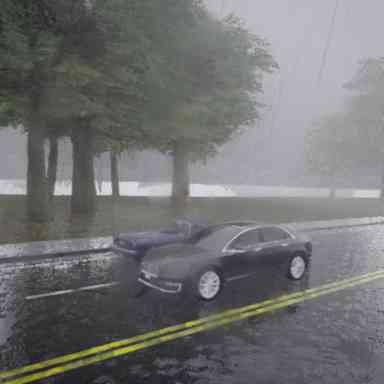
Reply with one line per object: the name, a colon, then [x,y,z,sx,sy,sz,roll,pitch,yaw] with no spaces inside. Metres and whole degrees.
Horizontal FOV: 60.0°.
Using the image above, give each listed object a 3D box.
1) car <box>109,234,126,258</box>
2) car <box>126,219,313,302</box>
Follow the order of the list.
car: [-0.332,1.624,11.416,4.718,1.301,1.895,0,0,-35]
car: [1.054,1.525,8.414,4.892,1.490,1.837,0,0,-35]
